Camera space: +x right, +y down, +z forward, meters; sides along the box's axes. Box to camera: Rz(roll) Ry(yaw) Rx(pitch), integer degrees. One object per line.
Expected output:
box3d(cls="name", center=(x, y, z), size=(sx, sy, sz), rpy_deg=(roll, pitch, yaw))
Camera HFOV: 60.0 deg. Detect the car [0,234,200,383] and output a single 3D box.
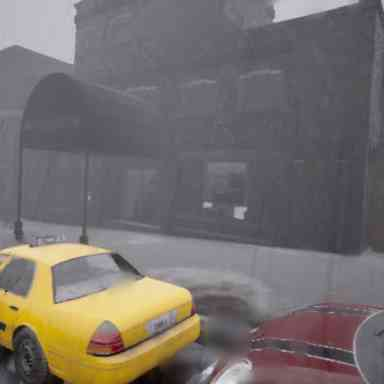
box3d(cls="car", center=(-2.434, 1.457, 5.269), size=(5.366, 1.575, 1.946), rpy_deg=(0, 0, 36))
